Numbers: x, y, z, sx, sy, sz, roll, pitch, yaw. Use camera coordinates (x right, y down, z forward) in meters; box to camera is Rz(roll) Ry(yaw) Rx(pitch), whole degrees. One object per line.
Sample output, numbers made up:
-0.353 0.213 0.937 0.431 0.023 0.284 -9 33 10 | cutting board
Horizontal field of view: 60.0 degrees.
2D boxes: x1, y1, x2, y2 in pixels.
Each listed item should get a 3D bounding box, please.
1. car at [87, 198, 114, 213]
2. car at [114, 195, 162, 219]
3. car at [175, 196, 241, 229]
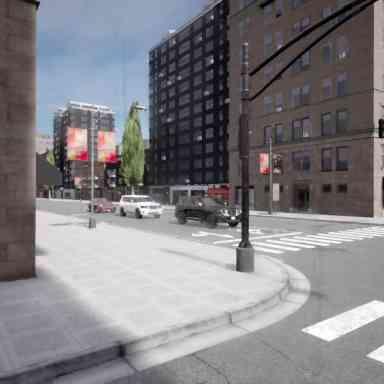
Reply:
-10.582 1.492 38.896 2.097 1.767 4.553 0 0 -36 | car
-4.921 1.325 31.045 2.150 2.045 5.566 0 0 -36 | car
0.951 1.286 22.912 2.150 2.045 5.566 0 0 -36 | car
